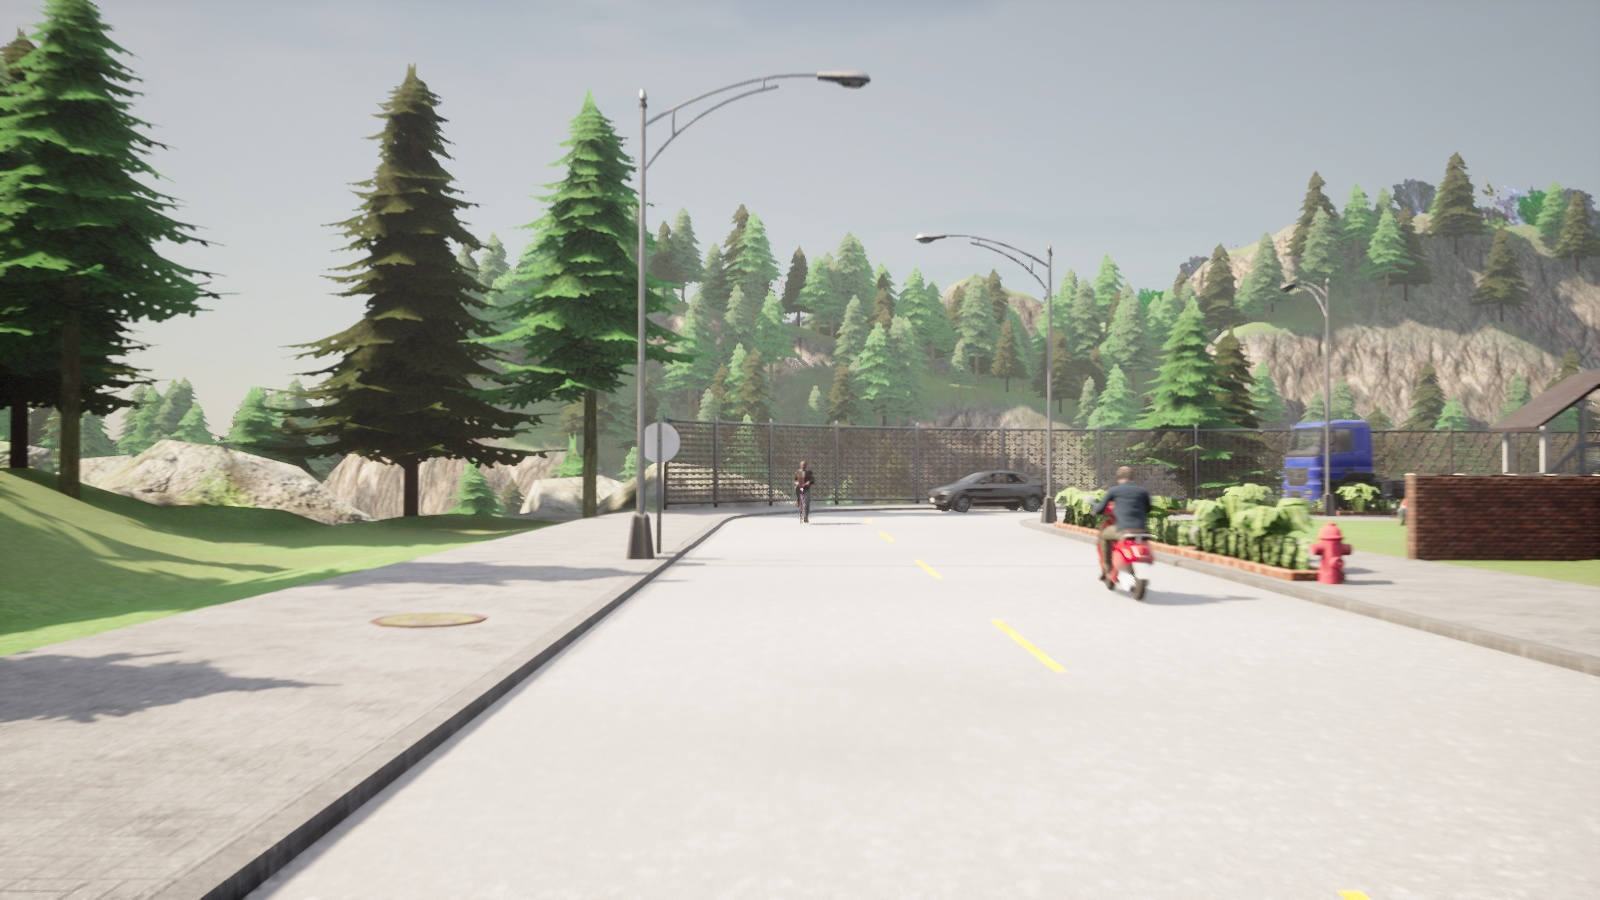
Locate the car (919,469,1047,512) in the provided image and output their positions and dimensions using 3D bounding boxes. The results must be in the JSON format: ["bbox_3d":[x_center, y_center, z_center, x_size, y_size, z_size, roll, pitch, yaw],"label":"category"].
[{"bbox_3d":[6.602,1.444,45.293,4.193,1.474,1.816,0,-1,-18],"label":"car"}]

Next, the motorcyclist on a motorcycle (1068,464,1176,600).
[{"bbox_3d":[3.962,0.970,15.612,0.866,1.590,1.817,0,-1,0],"label":"motorcyclist on a motorcycle"}]

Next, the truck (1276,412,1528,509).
[{"bbox_3d":[22.141,0.402,46.500,7.936,3.462,2.891,0,-1,0],"label":"truck"}]
